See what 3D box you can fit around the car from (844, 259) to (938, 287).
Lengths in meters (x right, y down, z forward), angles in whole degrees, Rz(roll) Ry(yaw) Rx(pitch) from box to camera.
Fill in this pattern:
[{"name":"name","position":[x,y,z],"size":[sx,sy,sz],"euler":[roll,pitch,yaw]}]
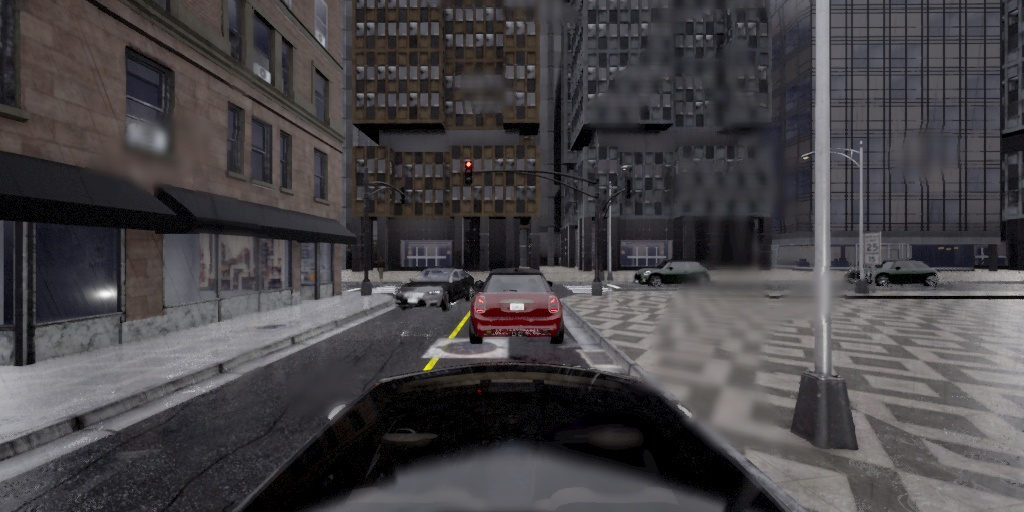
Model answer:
[{"name":"car","position":[24.706,1.065,23.513],"size":[4.553,1.767,2.097],"euler":[0,0,1]}]

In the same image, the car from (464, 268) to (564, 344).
[{"name":"car","position":[0.071,1.102,9.751],"size":[2.097,1.767,4.553],"euler":[0,0,-1]}]

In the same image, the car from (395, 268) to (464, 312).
[{"name":"car","position":[-2.923,1.241,14.502],"size":[2.128,1.511,4.902],"euler":[0,0,10]}]

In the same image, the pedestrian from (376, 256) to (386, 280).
[{"name":"pedestrian","position":[-9.832,0.902,26.936],"size":[0.375,1.860,0.375],"euler":[0,0,1]}]

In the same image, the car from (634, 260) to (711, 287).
[{"name":"car","position":[10.461,1.085,23.620],"size":[4.553,1.767,2.097],"euler":[0,0,-1]}]
